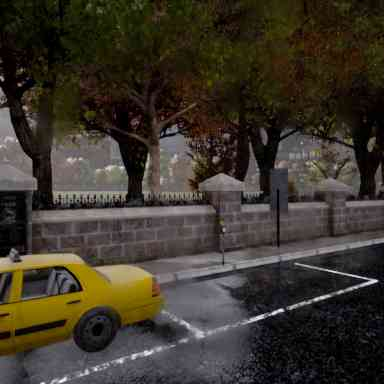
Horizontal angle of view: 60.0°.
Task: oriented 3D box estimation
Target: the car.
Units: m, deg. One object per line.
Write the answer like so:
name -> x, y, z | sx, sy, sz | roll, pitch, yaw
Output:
car -> -2.749, 1.525, 4.598 | 4.829, 1.417, 1.752 | 0, 0, -35
